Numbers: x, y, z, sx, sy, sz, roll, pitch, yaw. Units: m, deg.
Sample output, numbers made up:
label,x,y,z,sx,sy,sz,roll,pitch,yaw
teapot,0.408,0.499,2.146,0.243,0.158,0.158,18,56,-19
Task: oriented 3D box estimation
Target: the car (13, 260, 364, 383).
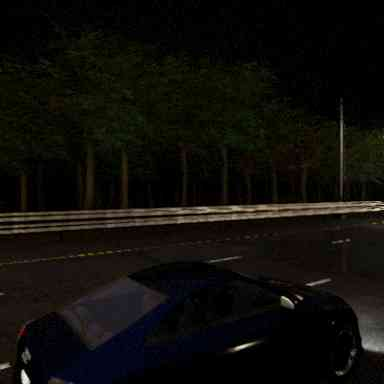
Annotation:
label,x,y,z,sx,sy,sz,roll,pitch,yaw
car,0.210,1.565,4.019,4.181,1.385,1.994,0,0,-35
